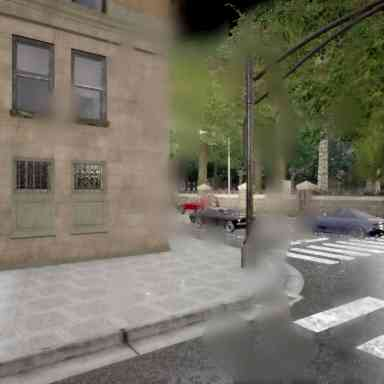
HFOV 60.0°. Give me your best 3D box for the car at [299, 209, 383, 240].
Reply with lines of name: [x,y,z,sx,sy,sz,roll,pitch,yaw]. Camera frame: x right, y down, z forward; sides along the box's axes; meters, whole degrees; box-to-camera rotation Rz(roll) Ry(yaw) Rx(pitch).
car: [7.677,1.555,17.145,1.994,1.385,4.181,0,0,-35]

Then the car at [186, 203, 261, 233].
car: [1.882,1.585,19.901,1.895,1.301,4.718,0,0,-35]

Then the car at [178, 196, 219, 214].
car: [0.639,1.285,31.844,2.192,1.841,5.009,0,0,-35]
